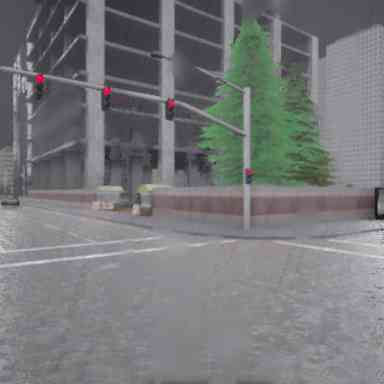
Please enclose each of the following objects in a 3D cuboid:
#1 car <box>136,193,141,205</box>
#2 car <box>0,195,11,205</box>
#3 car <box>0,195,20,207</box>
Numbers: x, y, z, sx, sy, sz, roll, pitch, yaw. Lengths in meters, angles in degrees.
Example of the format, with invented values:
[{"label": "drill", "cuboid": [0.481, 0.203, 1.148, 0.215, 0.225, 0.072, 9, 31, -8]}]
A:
[{"label": "car", "cuboid": [-5.514, 1.059, 41.584, 1.905, 1.878, 3.866, 0, 0, -36]}, {"label": "car", "cuboid": [-32.026, 1.316, 56.087, 2.128, 1.511, 4.902, 0, 0, -36]}, {"label": "car", "cuboid": [-25.938, 1.337, 47.665, 2.128, 1.511, 4.902, 0, 0, -36]}]
